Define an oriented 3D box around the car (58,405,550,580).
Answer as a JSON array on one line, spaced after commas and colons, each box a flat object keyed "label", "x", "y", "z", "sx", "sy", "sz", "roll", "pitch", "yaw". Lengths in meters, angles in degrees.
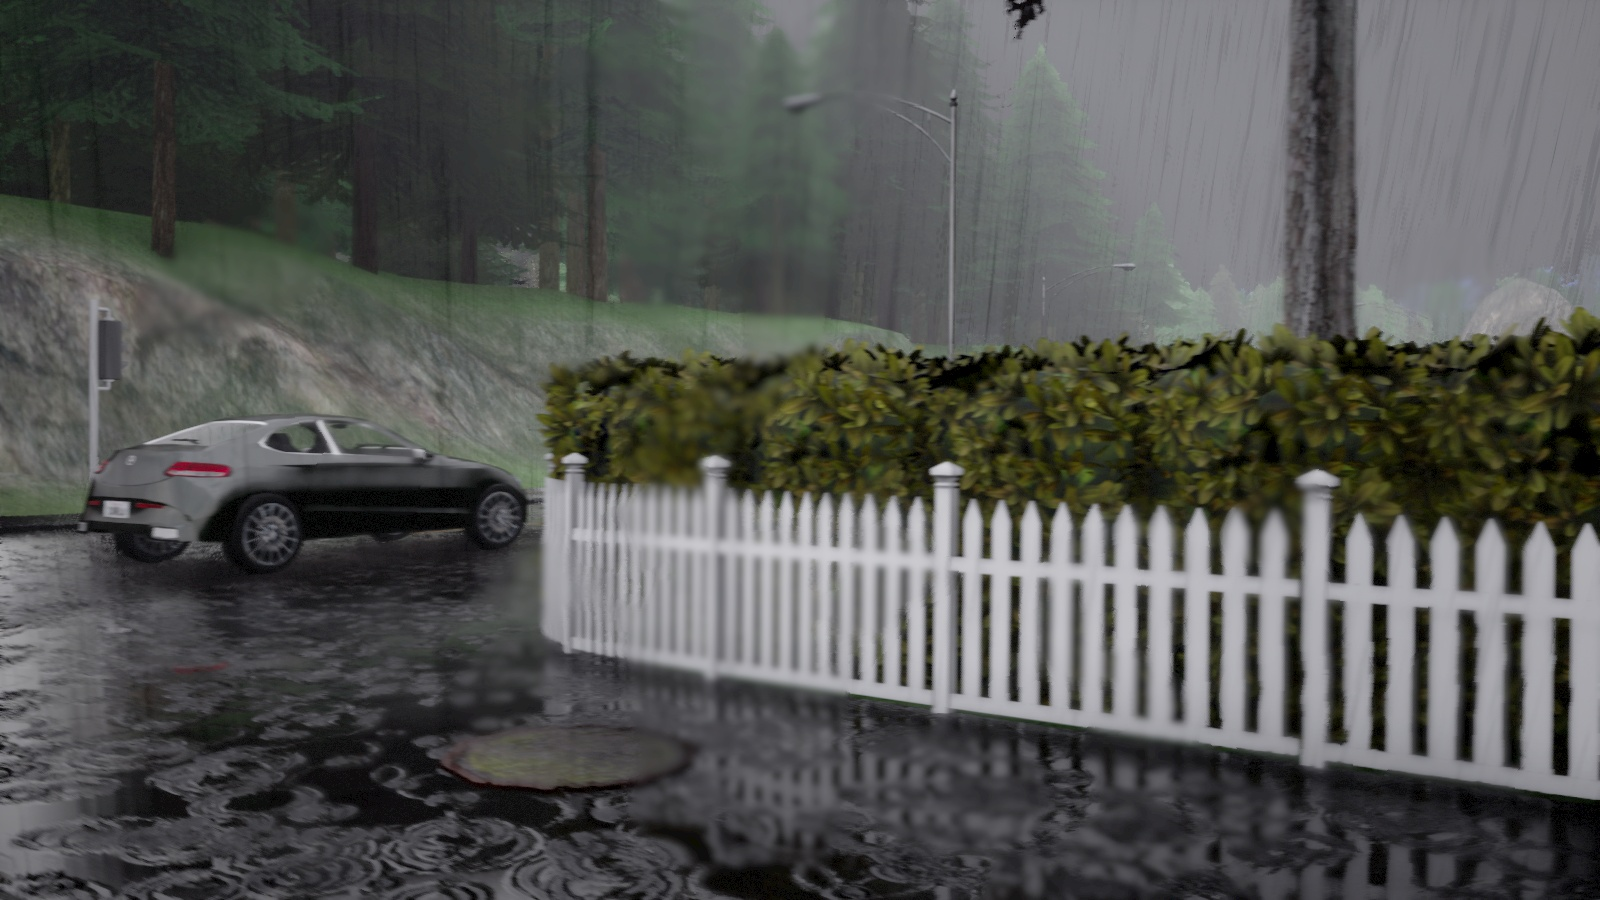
[{"label": "car", "x": -5.415, "y": 0.361, "z": 14.535, "sx": 2.152, "sy": 1.651, "sz": 5.027, "roll": 0, "pitch": 1, "yaw": 30}]
